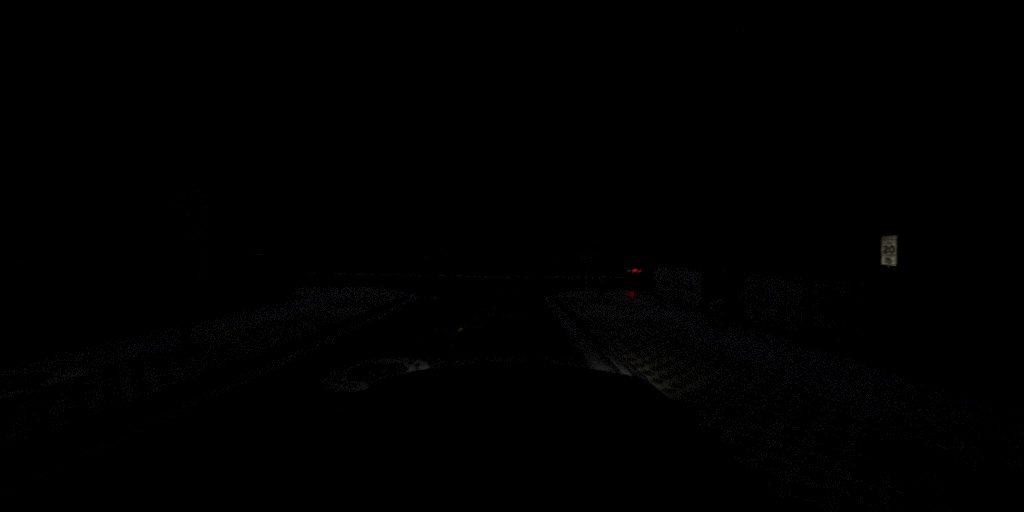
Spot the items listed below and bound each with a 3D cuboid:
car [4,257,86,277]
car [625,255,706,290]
[{"bbox_3d":[-28.978,0.726,21.899,4.718,1.301,1.895,1,2,0],"label":"car"},{"bbox_3d":[9.786,0.979,21.789,5.566,2.045,2.150,0,2,0],"label":"car"}]
